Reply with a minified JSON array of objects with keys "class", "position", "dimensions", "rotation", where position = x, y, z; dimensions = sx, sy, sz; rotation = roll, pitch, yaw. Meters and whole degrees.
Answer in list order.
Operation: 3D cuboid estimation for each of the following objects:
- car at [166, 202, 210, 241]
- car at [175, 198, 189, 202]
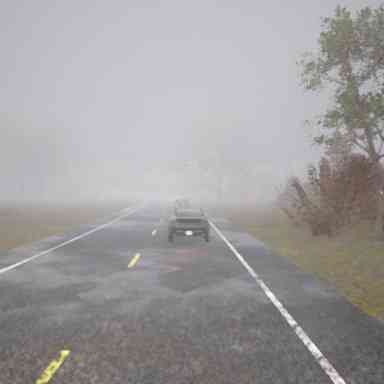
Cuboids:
[{"class":"car","position":[-0.185,1.453,16.414],"dimensions":[1.837,1.490,4.892],"rotation":[0,0,-2]},{"class":"car","position":[-1.070,1.404,36.537],"dimensions":[2.033,1.411,5.357],"rotation":[0,0,-3]}]
